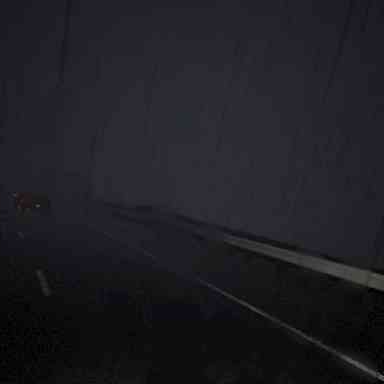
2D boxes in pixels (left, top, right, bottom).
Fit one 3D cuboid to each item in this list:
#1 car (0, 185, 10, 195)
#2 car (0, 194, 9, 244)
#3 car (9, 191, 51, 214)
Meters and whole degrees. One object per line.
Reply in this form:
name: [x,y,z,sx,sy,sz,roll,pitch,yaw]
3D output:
car: [-21.919,-0.090,37.366,1.882,1.535,5.008,3,0,-40]
car: [-7.321,0.977,10.887,2.128,1.511,4.902,3,0,-31]
car: [-11.368,0.635,23.548,1.882,1.535,5.008,3,1,-35]
